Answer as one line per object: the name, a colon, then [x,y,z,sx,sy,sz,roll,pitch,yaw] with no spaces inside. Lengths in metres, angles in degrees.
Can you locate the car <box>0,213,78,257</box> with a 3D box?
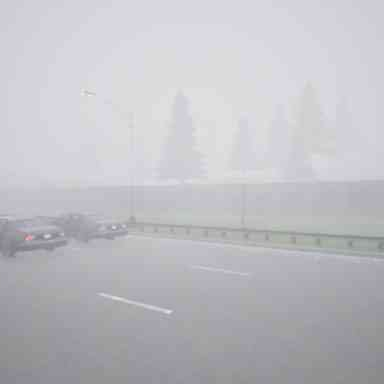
car: [-7.252,1.672,13.458,5.357,1.411,2.033,-1,0,35]

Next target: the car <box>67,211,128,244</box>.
car: [-5.576,1.676,16.562,5.357,1.411,2.033,-1,0,35]
